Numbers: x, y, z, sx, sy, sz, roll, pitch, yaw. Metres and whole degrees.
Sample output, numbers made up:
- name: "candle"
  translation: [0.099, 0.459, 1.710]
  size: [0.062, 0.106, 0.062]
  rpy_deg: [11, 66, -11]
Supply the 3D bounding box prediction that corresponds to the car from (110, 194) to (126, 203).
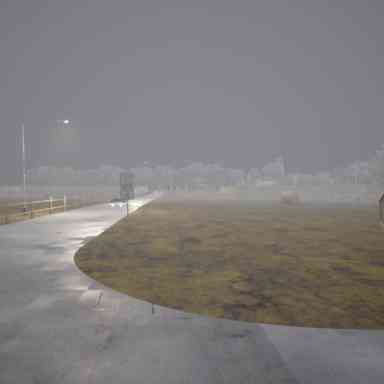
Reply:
- name: "car"
  translation: [-11.415, 1.004, 51.839]
  size: [1.994, 1.385, 4.181]
  rpy_deg: [-1, 0, -4]
